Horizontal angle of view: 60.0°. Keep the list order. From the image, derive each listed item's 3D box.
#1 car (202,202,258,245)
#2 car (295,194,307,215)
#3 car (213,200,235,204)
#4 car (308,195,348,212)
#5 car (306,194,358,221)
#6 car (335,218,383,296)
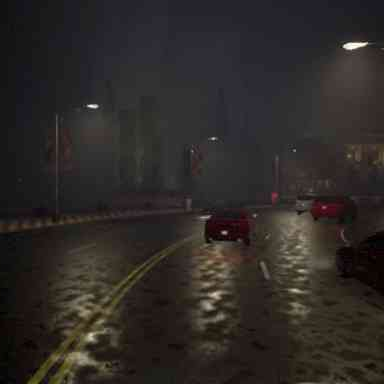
[{"bbox_3d":[1.952,1.463,15.592,1.882,1.535,5.008,0,0,15],"label":"car"},{"bbox_3d":[12.038,1.195,32.025,5.566,2.045,2.150,0,0,-44],"label":"car"},{"bbox_3d":[3.213,1.515,33.041,2.033,1.411,5.357,0,0,39],"label":"car"},{"bbox_3d":[16.237,1.320,39.649,4.553,1.767,2.097,0,0,-30],"label":"car"},{"bbox_3d":[11.207,1.202,25.994,2.150,2.045,5.566,0,0,39],"label":"car"},{"bbox_3d":[4.641,1.521,7.068,1.812,1.442,4.674,0,0,4],"label":"car"}]
